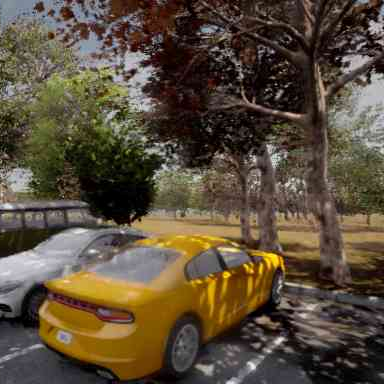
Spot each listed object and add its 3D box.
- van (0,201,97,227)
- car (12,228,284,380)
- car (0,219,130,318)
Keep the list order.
[{"bbox_3d":[-4.550,1.256,9.150,1.878,1.987,4.442,0,0,36],"label":"van"},{"bbox_3d":[-0.009,1.481,5.760,2.097,1.535,5.008,0,0,36],"label":"car"},{"bbox_3d":[-2.361,1.522,7.448,2.002,1.452,4.674,0,0,35],"label":"car"}]
